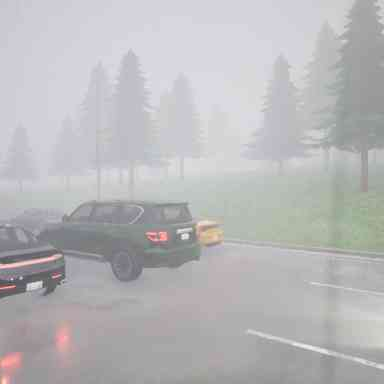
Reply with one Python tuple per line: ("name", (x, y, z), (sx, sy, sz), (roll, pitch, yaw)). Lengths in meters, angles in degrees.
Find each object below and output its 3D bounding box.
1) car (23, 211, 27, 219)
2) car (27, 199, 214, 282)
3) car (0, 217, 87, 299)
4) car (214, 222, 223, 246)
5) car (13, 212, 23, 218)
("car", (-8.505, 1.564, 18.701), (4.181, 1.385, 1.994), (0, 0, 36))
("car", (-2.357, 1.221, 9.990), (5.566, 2.045, 2.150), (0, 0, 35))
("car", (-4.830, 1.492, 7.455), (4.902, 1.511, 2.128), (0, 0, 36))
("car", (-1.153, 1.478, 13.434), (5.008, 1.535, 1.882), (0, 0, 36))
("car", (-10.634, 1.547, 15.921), (5.357, 1.411, 2.033), (0, 0, 35))
